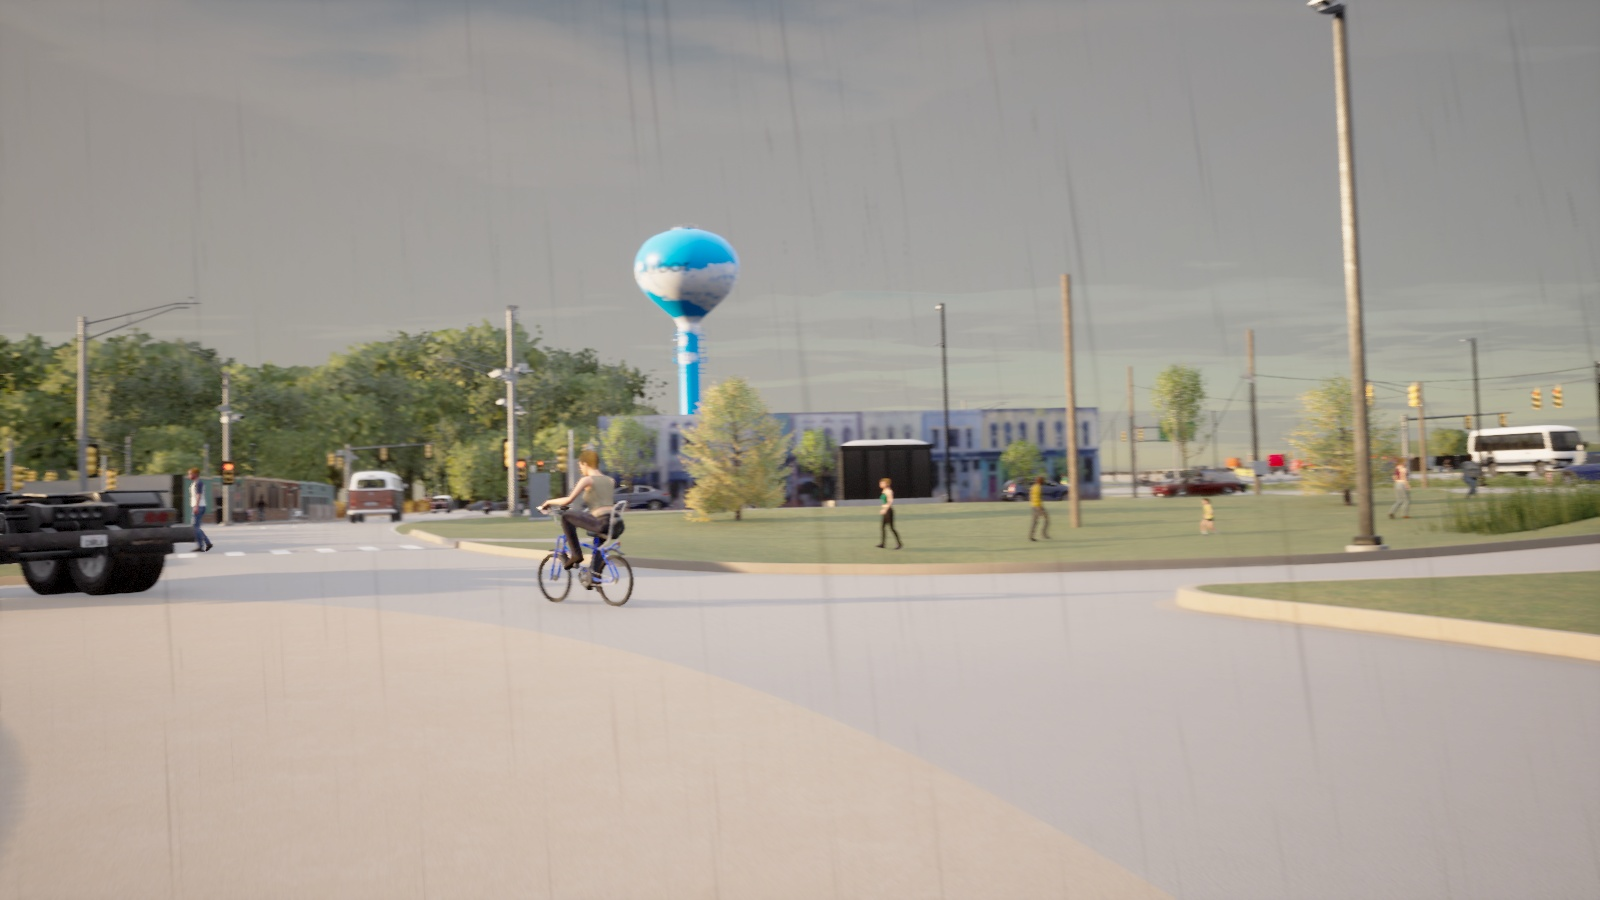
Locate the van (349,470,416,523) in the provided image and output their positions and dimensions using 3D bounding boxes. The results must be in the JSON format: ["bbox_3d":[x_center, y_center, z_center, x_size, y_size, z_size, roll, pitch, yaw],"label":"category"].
[{"bbox_3d":[-16.938,1.895,51.098,2.069,2.038,4.480,-1,-2,-12],"label":"van"}]

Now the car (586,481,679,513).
[{"bbox_3d":[-9.254,2.599,69.531,5.027,1.651,2.152,-1,-3,-8],"label":"car"}]

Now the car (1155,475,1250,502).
[{"bbox_3d":[22.540,2.170,70.427,4.718,1.301,1.895,-2,-3,-15],"label":"car"}]

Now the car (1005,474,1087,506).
[{"bbox_3d":[13.465,2.201,68.875,3.988,1.617,1.851,-1,-3,-8],"label":"car"}]

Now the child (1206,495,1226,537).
[{"bbox_3d":[11.342,1.803,34.246,0.394,1.110,0.255,-1,-3,-11],"label":"child"}]

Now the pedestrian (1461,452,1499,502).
[{"bbox_3d":[25.936,1.037,47.916,0.874,1.855,0.900,-1,-3,-3],"label":"pedestrian"}]

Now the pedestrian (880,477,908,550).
[{"bbox_3d":[2.404,1.620,32.174,0.594,1.836,0.345,-1,-3,-14],"label":"pedestrian"}]

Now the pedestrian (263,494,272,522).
[{"bbox_3d":[-36.175,3.939,85.305,0.402,1.930,0.666,-1,-3,-7],"label":"pedestrian"}]

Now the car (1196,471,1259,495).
[{"bbox_3d":[29.125,2.266,85.747,2.163,1.488,4.792,-1,-2,-7],"label":"car"}]

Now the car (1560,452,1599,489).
[{"bbox_3d":[39.528,0.990,60.891,2.097,1.767,4.553,-1,-2,-8],"label":"car"}]

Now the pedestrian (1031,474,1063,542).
[{"bbox_3d":[6.806,1.605,34.594,0.726,1.835,0.370,-1,-3,-12],"label":"pedestrian"}]

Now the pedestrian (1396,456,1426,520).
[{"bbox_3d":[17.841,1.111,36.667,0.594,1.836,0.345,-1,-3,-6],"label":"pedestrian"}]

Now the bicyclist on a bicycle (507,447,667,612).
[{"bbox_3d":[-2.229,0.810,13.079,1.509,1.612,0.866,-2,-3,40],"label":"bicyclist on a bicycle"}]

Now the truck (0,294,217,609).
[{"bbox_3d":[-11.587,0.261,16.794,7.936,3.462,2.891,-4,-3,31],"label":"truck"}]

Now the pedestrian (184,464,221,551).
[{"bbox_3d":[-12.882,1.234,27.087,0.706,1.836,0.354,0,-3,-27],"label":"pedestrian"}]
